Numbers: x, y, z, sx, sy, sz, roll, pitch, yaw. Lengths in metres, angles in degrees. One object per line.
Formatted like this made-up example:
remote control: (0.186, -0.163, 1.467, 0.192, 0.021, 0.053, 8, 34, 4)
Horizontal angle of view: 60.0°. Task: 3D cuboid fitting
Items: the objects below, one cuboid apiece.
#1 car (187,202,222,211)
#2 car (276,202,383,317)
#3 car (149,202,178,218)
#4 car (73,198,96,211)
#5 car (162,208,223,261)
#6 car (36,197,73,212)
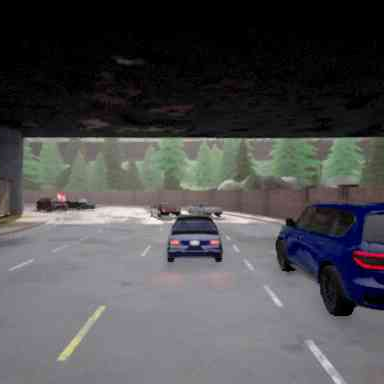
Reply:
car: (1.058, 1.603, 30.476, 1.895, 1.301, 4.718, 0, 0, -18)
car: (3.566, 1.222, 7.596, 2.150, 2.045, 5.566, 0, 0, 0)
car: (-2.595, 1.603, 30.447, 1.895, 1.301, 4.718, 0, 0, -20)
car: (-13.686, 1.481, 40.692, 5.008, 1.535, 1.882, 0, 0, 43)
car: (0.080, 1.549, 12.291, 2.033, 1.411, 5.357, 0, 0, 0)
car: (-15.988, 1.355, 38.051, 4.553, 1.767, 2.097, 0, 0, 42)
